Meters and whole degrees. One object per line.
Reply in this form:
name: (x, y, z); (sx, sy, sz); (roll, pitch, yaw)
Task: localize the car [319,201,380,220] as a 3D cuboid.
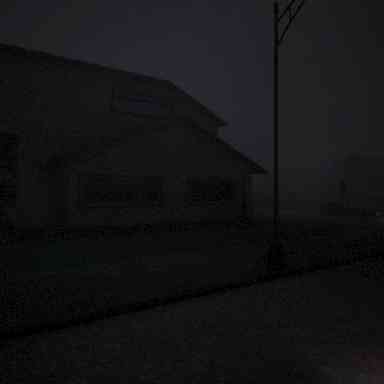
car: (13.288, 1.491, 28.345); (2.128, 1.511, 4.902); (0, 0, -35)
